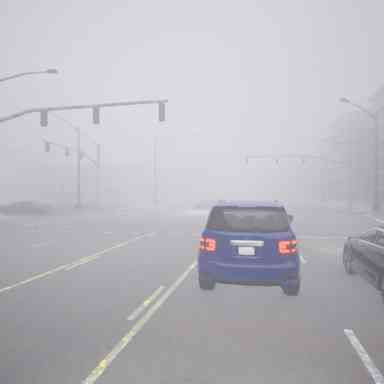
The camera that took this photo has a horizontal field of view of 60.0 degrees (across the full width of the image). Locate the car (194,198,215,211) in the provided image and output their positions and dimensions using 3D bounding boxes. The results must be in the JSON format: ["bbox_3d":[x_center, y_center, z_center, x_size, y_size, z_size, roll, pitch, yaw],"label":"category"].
[{"bbox_3d":[1.620,1.525,42.041,1.895,1.301,4.718,0,1,11],"label":"car"}]

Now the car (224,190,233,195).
[{"bbox_3d":[7.772,0.673,71.927,2.150,2.045,5.566,0,1,11],"label":"car"}]

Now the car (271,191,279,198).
[{"bbox_3d":[21.057,0.608,84.593,1.837,1.490,4.892,0,1,11],"label":"car"}]

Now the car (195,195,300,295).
[{"bbox_3d":[1.562,1.221,9.002,2.150,2.045,5.566,0,0,11],"label":"car"}]

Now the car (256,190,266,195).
[{"bbox_3d":[15.636,0.904,75.482,1.994,1.385,4.181,0,1,11],"label":"car"}]

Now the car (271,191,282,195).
[{"bbox_3d":[19.059,0.707,74.747,2.097,1.767,4.553,0,1,11],"label":"car"}]

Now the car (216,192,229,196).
[{"bbox_3d":[4.549,1.273,56.475,2.033,1.411,5.357,0,1,12],"label":"car"}]

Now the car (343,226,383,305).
[{"bbox_3d":[4.822,1.491,7.464,2.128,1.511,4.902,0,0,11],"label":"car"}]

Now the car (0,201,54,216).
[{"bbox_3d":[-16.431,1.547,32.800,5.357,1.411,2.033,0,0,10],"label":"car"}]
